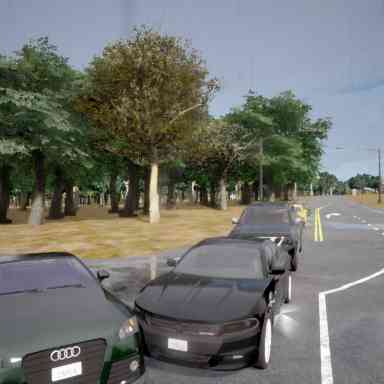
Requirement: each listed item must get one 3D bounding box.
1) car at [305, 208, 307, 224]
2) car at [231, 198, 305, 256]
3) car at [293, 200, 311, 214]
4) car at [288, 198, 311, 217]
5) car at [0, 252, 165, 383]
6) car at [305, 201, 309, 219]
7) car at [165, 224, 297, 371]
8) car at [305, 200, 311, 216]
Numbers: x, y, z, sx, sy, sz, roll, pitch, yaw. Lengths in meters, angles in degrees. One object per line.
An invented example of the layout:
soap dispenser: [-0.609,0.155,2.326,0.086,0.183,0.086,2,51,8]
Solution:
car: [5.091,1.775,18.300,1.895,1.301,4.718,-1,0,21]
car: [2.862,1.460,12.396,2.150,2.045,5.566,-2,0,21]
car: [13.328,1.748,40.141,1.812,1.442,4.674,-1,0,21]
car: [11.331,1.563,34.931,2.097,1.767,4.553,-1,0,21]
car: [-2.306,1.643,4.960,1.994,1.385,4.181,1,-2,-33]
car: [7.241,1.664,24.053,1.882,1.535,5.008,-1,0,21]
car: [0.740,1.613,6.256,1.882,1.535,5.008,-1,-2,21]
car: [9.302,1.725,29.557,1.812,1.442,4.674,-1,0,21]
